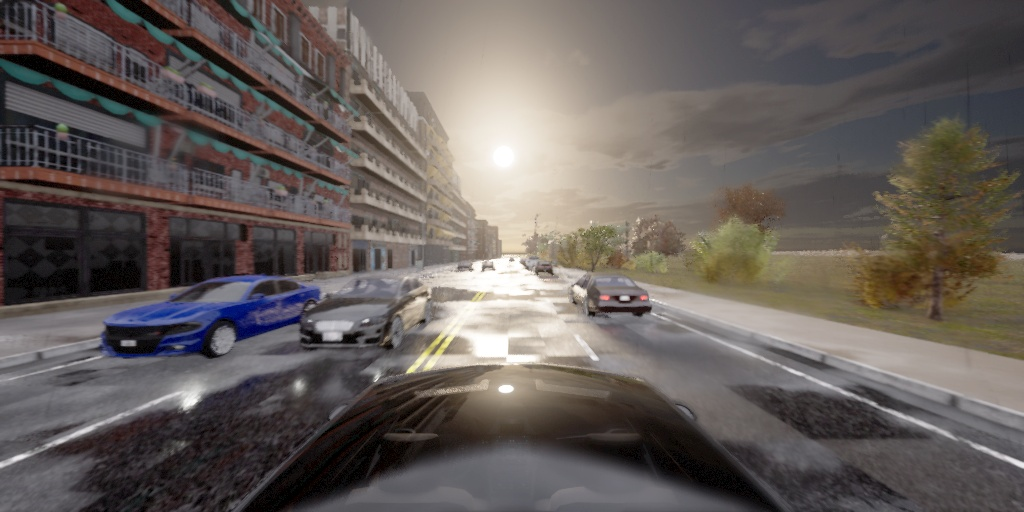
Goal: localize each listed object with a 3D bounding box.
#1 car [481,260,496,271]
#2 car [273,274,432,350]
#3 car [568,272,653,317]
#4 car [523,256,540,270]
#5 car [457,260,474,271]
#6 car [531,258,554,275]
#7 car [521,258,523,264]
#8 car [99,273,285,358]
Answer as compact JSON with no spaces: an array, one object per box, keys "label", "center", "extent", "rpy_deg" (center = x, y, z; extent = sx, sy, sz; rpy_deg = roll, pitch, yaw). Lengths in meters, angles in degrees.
[{"label":"car","center":[-3.309,1.311,51.069],"extent":[2.033,1.411,5.357],"rpy_deg":[0,0,1]},{"label":"car","center":[-3.350,1.242,9.146],"extent":[2.128,1.511,4.902],"rpy_deg":[0,0,0]},{"label":"car","center":[3.345,1.299,13.156],"extent":[2.033,1.411,5.357],"rpy_deg":[0,0,0]},{"label":"car","center":[3.228,0.988,54.350],"extent":[2.150,2.045,5.566],"rpy_deg":[0,0,0]},{"label":"car","center":[-6.559,1.311,51.068],"extent":[2.033,1.411,5.357],"rpy_deg":[0,0,1]},{"label":"car","center":[3.335,1.261,38.464],"extent":[1.837,1.490,4.892],"rpy_deg":[0,-1,0]},{"label":"car","center":[3.224,1.278,65.350],"extent":[2.163,1.488,4.792],"rpy_deg":[0,0,0]},{"label":"car","center":[-6.600,1.227,8.670],"extent":[1.882,1.535,5.008],"rpy_deg":[0,0,0]}]
